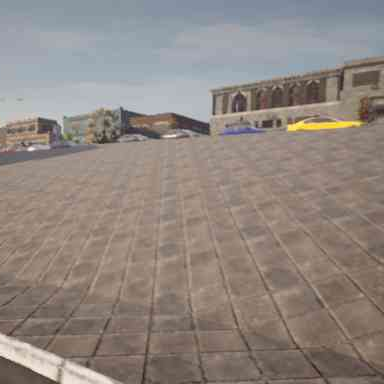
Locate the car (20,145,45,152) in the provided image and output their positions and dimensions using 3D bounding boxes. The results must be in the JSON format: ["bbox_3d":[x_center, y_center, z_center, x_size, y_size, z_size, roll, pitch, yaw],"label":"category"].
[{"bbox_3d":[-18.362,-5.002,40.443,4.674,1.452,2.002,2,1,36],"label":"car"}]

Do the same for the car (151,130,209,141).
[{"bbox_3d":[-0.600,-4.401,27.554,4.892,1.521,2.231,2,1,36],"label":"car"}]

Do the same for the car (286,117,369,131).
[{"bbox_3d":[8.571,-4.018,21.319,5.008,1.535,2.097,2,2,34],"label":"car"}]

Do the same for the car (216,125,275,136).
[{"bbox_3d":[3.951,-4.172,24.388,4.674,1.452,2.002,2,2,35],"label":"car"}]

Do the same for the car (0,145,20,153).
[{"bbox_3d":[-22.950,-5.329,43.774,4.553,1.767,2.185,2,1,36],"label":"car"}]

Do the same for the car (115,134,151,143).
[{"bbox_3d":[-5.069,-4.572,30.789,4.892,1.521,2.231,2,1,36],"label":"car"}]

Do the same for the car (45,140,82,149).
[{"bbox_3d":[-13.916,-5.012,37.213,4.553,1.767,2.185,2,1,36],"label":"car"}]
